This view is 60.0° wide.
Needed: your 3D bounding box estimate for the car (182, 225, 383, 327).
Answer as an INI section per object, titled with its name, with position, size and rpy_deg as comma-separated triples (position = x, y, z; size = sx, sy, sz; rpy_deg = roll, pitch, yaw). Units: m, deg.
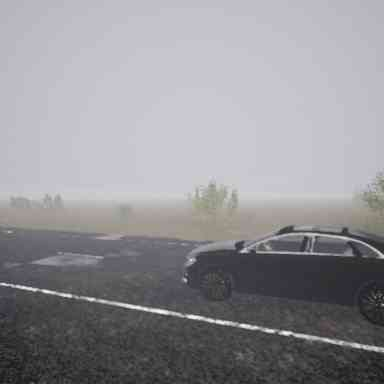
[car]
position = 2.175, 1.427, 6.750
size = 4.902, 1.511, 2.128
rpy_deg = 0, 0, 25
